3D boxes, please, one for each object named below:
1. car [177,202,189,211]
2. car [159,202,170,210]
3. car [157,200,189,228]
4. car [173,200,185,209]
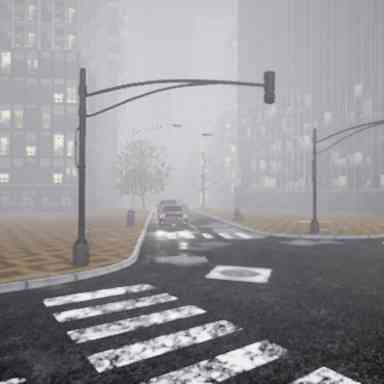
[{"bbox_3d":[-1.584,2.474,56.605,1.812,1.442,4.674,0,-1,-6],"label":"car"},{"bbox_3d":[-5.086,2.611,61.292,1.994,1.385,4.181,0,-1,-6],"label":"car"},{"bbox_3d":[-1.491,1.762,25.608,2.097,1.767,4.553,0,-1,-6],"label":"car"},{"bbox_3d":[-2.613,2.475,66.555,2.097,1.767,4.553,0,-1,-6],"label":"car"}]
